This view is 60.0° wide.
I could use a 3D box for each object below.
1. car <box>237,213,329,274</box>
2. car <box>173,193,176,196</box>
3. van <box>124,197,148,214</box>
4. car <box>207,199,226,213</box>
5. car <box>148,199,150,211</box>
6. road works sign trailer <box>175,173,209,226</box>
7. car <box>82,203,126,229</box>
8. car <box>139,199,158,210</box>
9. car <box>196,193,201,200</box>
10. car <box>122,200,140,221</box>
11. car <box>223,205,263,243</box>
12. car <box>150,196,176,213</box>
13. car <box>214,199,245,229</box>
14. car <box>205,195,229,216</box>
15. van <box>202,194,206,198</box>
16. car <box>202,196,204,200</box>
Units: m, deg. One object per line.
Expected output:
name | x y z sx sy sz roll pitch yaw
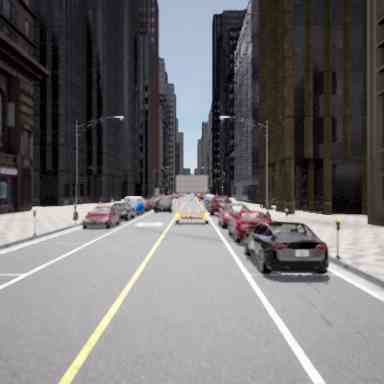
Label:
car | 2.760 1.568 10.403 1.947 1.339 4.313 0 0 0
car | -5.779 1.611 83.425 1.802 1.307 4.206 0 0 0
van | -5.769 1.347 32.860 1.690 1.788 3.998 0 0 0
car | 2.755 1.574 38.497 1.947 1.339 4.313 0 0 0
car | -5.770 1.553 38.478 1.887 1.381 4.507 0 0 0
road works sign trailer | -0.005 0.469 23.700 2.380 3.560 2.880 0 0 0
car | -5.767 1.586 21.623 1.802 1.307 4.206 0 0 0
car | -5.771 1.575 44.097 1.947 1.339 4.313 0 0 0
car | 2.745 1.345 83.447 2.192 1.841 5.009 0 0 0
car | -5.768 1.571 27.242 1.947 1.339 4.313 0 0 0
car | 2.759 1.548 16.021 1.887 1.381 4.507 0 0 0
car | -3.102 1.485 36.914 1.882 1.535 5.008 0 0 0
car | 2.758 1.444 21.640 1.967 1.590 4.097 0 0 0
car | 2.756 1.322 32.877 2.192 1.841 5.009 0 0 0
van | 2.752 1.353 49.735 1.690 1.788 3.998 0 0 0
car | 2.754 1.561 44.115 2.008 1.369 4.403 0 0 0
